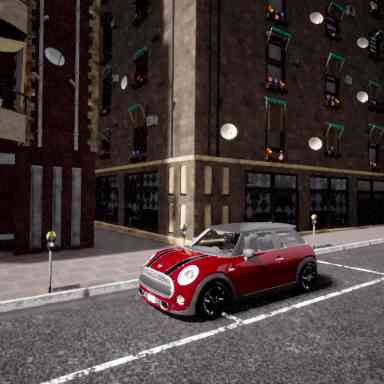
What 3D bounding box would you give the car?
[{"bbox_3d":[0.875,1.442,7.314,4.097,1.590,1.967,0,1,-35],"label":"car"}]
